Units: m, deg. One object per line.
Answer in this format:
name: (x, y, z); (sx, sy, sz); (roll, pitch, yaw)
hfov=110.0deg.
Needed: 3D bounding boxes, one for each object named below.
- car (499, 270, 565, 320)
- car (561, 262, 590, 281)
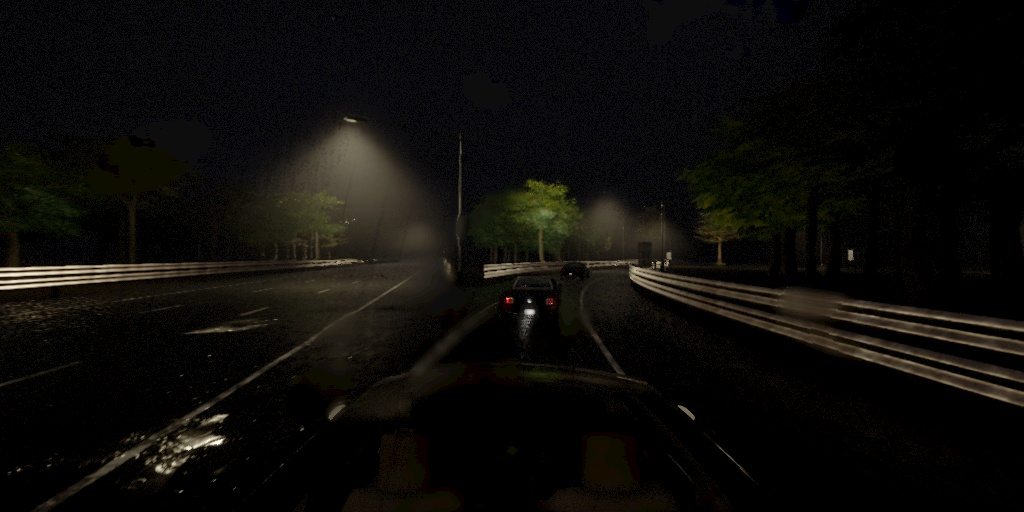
car: (0.847, 1.368, 12.824); (1.895, 1.301, 4.718); (0, 0, 8)
car: (5.524, 1.301, 30.851); (1.882, 1.535, 5.008); (0, 0, 20)
